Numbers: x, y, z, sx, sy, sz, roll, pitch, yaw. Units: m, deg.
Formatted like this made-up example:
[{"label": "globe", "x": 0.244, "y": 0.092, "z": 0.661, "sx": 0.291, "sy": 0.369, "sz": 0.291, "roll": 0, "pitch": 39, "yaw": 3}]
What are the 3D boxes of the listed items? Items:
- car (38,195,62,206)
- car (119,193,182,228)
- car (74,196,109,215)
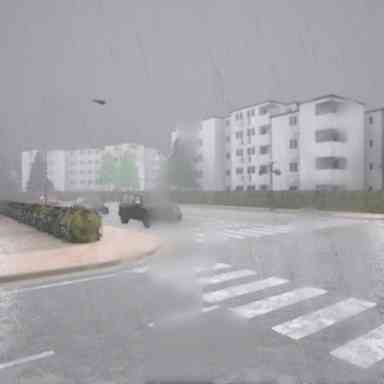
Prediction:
[{"label": "car", "x": -18.525, "y": 1.222, "z": 43.310, "sx": 2.097, "sy": 1.767, "sz": 4.553, "roll": -1, "pitch": 1, "yaw": -37}, {"label": "car", "x": -2.868, "y": 1.092, "z": 21.592, "sx": 2.150, "sy": 2.045, "sz": 5.566, "roll": -1, "pitch": 1, "yaw": -36}, {"label": "car", "x": -9.318, "y": 1.222, "z": 30.604, "sx": 2.097, "sy": 1.767, "sz": 4.553, "roll": -1, "pitch": 1, "yaw": -36}]
